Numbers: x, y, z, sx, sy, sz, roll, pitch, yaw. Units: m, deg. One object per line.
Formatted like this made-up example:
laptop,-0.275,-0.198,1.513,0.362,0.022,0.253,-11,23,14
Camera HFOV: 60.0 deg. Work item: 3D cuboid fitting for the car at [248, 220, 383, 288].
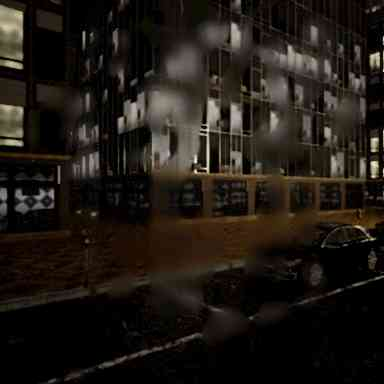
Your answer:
car,3.435,1.508,9.015,4.403,1.369,2.008,0,0,-36
